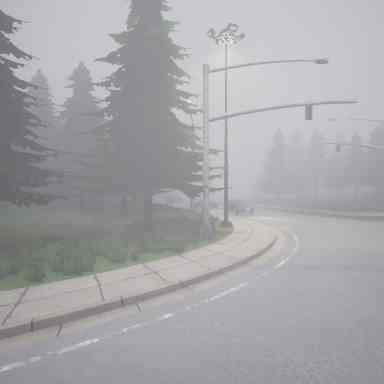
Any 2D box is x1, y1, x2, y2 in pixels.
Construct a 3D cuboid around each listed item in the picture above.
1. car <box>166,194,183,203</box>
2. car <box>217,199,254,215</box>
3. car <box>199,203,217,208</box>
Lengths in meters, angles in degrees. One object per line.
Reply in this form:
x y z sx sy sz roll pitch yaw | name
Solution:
-3.270 1.222 62.027 2.150 2.045 5.566 0 0 -17 | car
4.717 1.490 34.282 2.128 1.511 4.902 0 0 -15 | car
1.961 1.599 44.293 1.895 1.301 4.718 0 0 -16 | car
